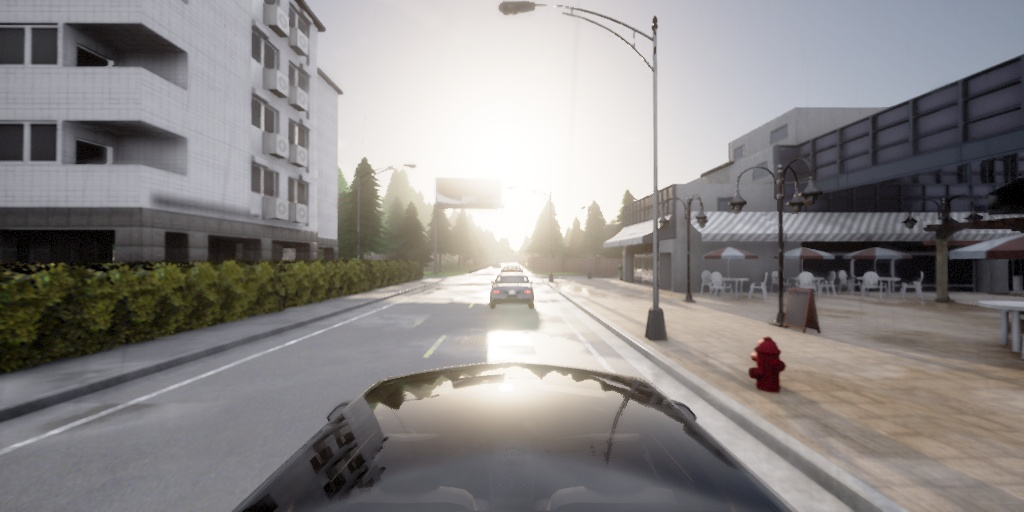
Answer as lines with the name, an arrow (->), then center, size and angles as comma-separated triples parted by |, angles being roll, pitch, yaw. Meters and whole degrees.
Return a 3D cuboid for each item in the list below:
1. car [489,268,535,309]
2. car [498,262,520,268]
car -> 0.001, 1.428, 15.835 | 2.033, 1.411, 5.357 | 0, 0, 0
car -> 0.008, 1.502, 31.320 | 1.882, 1.535, 5.008 | 0, 0, 0
